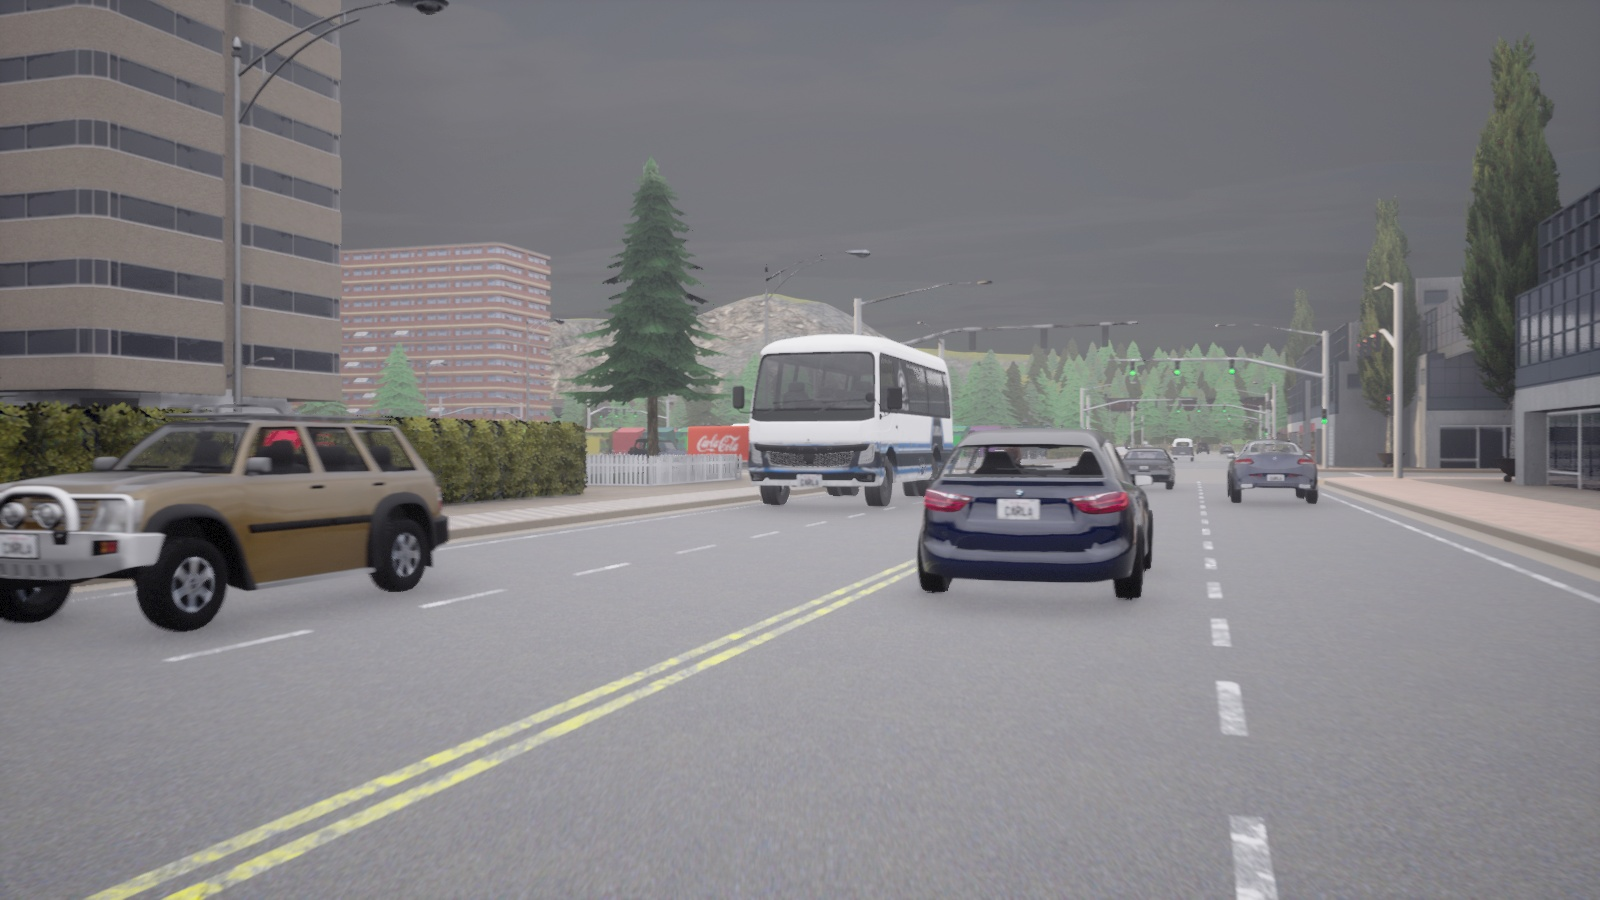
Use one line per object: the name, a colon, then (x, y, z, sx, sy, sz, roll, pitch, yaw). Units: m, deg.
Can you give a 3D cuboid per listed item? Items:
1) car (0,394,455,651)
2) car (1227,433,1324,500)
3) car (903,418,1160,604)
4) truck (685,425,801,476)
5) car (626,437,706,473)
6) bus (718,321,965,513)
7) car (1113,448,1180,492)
car: (-5.309, 0.513, 11.553, 1.932, 1.855, 4.605, 0, 0, 17)
car: (12.670, 0.399, 33.762, 2.152, 1.651, 5.027, 0, 0, 17)
car: (2.739, 0.538, 13.817, 2.242, 1.667, 4.611, 0, 0, 17)
truck: (-2.839, 0.006, 62.811, 5.204, 2.467, 2.627, 0, 0, 17)
car: (-7.231, 0.264, 67.799, 3.866, 1.878, 1.905, 0, 0, 15)
bus: (1.521, -0.762, 33.299, 3.944, 4.253, 10.273, 0, 0, 17)
car: (12.020, 0.629, 43.381, 2.033, 1.411, 5.357, 0, 0, 18)
